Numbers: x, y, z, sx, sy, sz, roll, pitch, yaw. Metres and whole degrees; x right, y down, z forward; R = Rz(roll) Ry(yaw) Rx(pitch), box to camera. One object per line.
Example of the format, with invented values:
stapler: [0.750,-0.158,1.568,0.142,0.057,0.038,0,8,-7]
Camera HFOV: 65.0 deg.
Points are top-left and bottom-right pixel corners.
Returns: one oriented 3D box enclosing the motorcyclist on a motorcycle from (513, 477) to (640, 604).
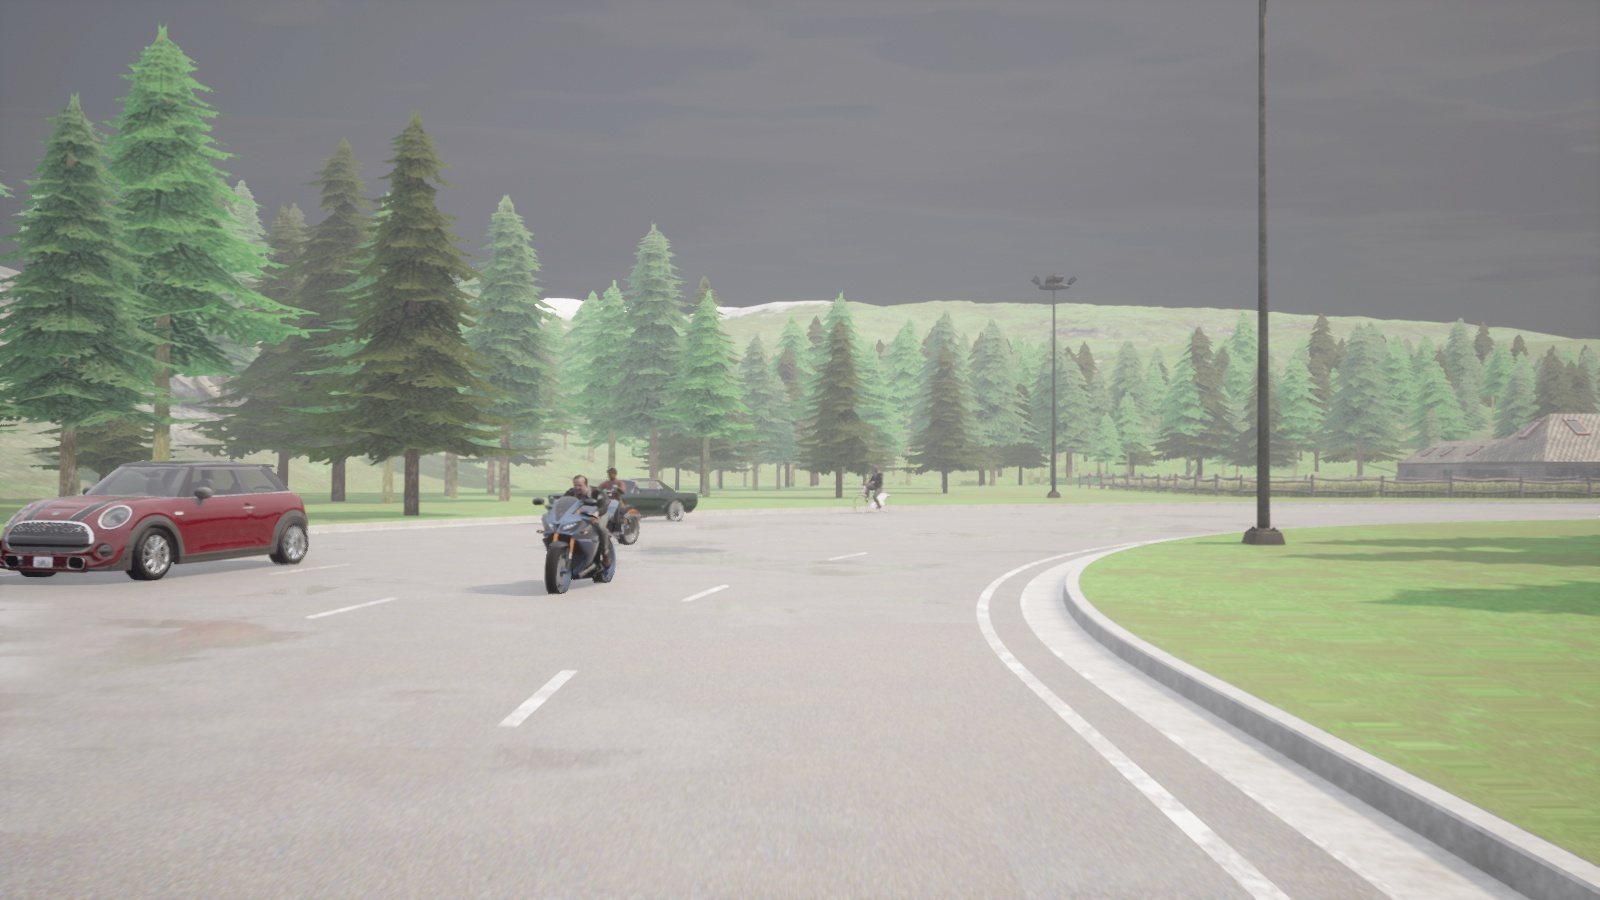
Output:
motorcyclist on a motorcycle: [-2.877,1.123,16.447,0.866,1.530,2.191,0,-1,12]

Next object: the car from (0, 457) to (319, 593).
car: [-9.500,1.010,18.760,2.097,1.767,4.553,0,-1,14]

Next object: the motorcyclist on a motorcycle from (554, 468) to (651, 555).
motorcyclist on a motorcycle: [-3.906,1.180,25.019,0.766,1.649,2.350,0,-1,23]

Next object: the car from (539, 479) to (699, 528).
car: [-5.247,1.528,36.989,1.895,1.301,4.718,-1,-1,36]

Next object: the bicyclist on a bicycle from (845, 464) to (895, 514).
bicyclist on a bicycle: [2.529,1.401,45.388,1.843,1.776,0.659,1,-1,-40]
